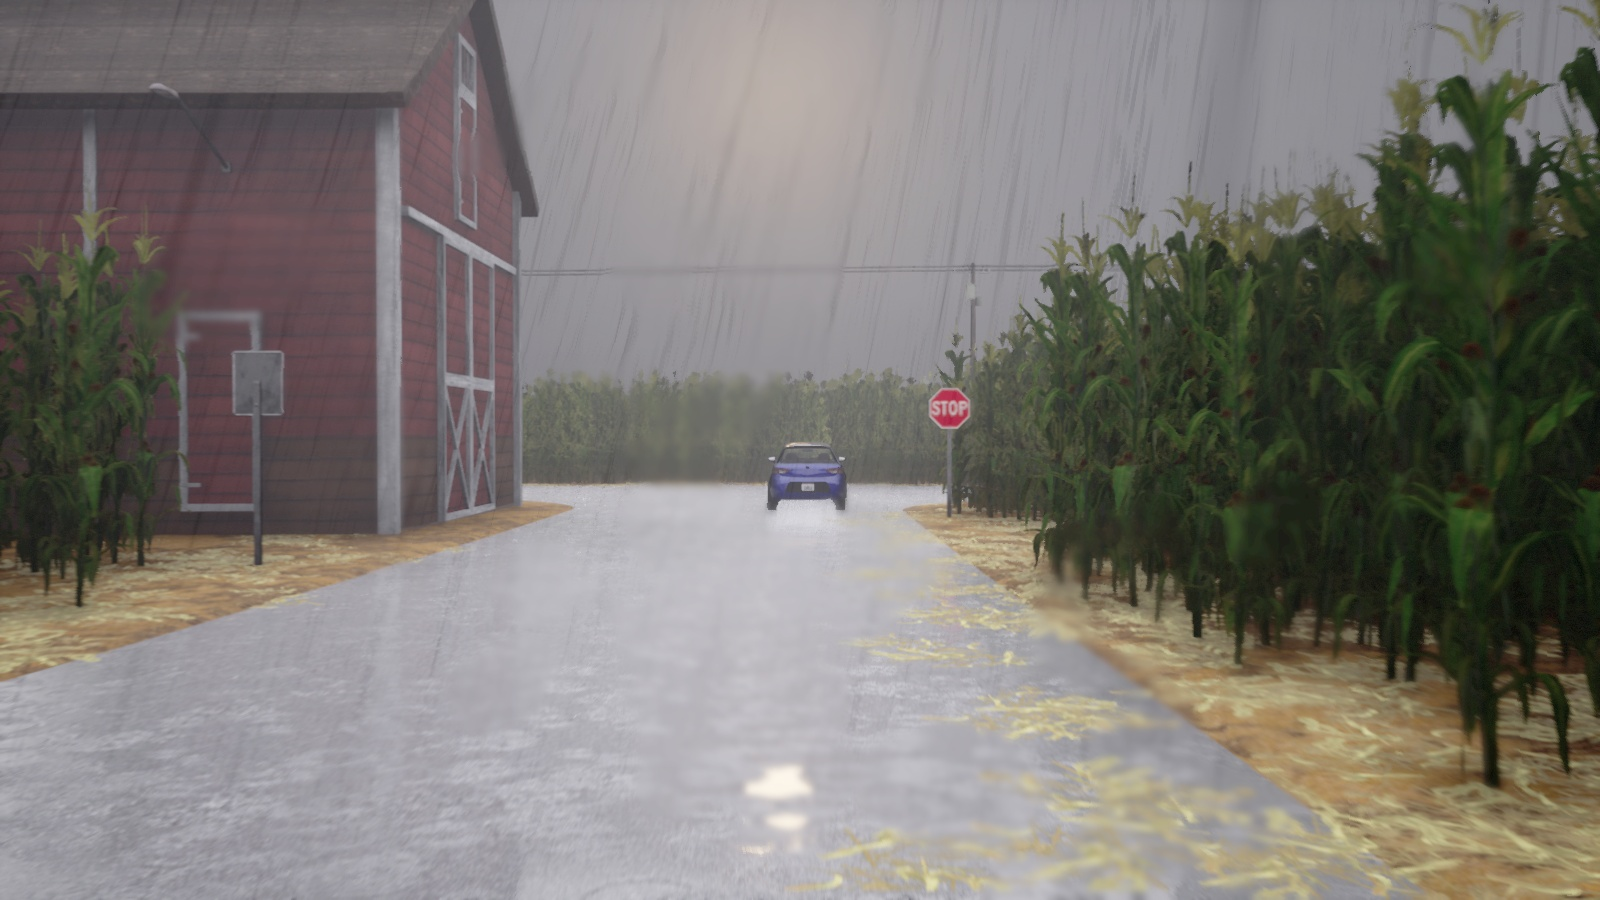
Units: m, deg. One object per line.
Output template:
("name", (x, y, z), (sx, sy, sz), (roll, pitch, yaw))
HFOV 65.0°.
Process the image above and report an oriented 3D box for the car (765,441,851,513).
("car", (0.157, 0.554, 28.416), (1.816, 1.474, 4.193), (0, 1, 0))
